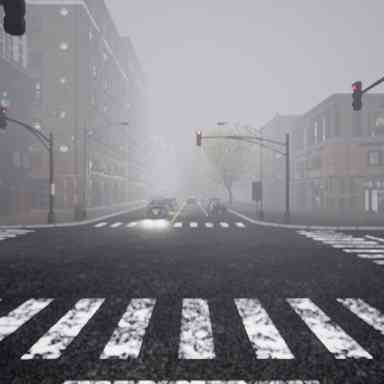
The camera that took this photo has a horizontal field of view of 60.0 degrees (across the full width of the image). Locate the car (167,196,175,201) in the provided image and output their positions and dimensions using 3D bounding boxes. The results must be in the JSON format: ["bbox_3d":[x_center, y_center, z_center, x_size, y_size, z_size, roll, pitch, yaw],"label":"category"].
[{"bbox_3d":[-5.753,1.690,90.573,1.752,1.417,4.829,0,0,0],"label":"car"}]

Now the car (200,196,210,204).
[{"bbox_3d":[2.643,1.539,67.960,1.967,1.590,4.097,0,0,0],"label":"car"}]

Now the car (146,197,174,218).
[{"bbox_3d":[-3.122,1.517,30.985,2.128,1.511,4.902,0,0,0],"label":"car"}]

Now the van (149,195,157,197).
[{"bbox_3d":[-5.726,1.401,50.865,1.690,1.788,3.998,0,0,0],"label":"van"}]

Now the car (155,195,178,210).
[{"bbox_3d":[-3.121,1.521,41.357,1.882,1.535,5.008,0,0,0],"label":"car"}]

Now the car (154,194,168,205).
[{"bbox_3d":[-5.734,1.400,62.259,2.192,1.841,5.009,0,0,0],"label":"car"}]

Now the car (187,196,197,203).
[{"bbox_3d":[-0.047,1.559,70.966,2.033,1.411,5.357,0,0,0],"label":"car"}]

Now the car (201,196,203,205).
[{"bbox_3d":[2.659,1.489,45.172,1.967,1.590,4.097,0,0,0],"label":"car"}]

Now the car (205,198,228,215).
[{"bbox_3d":[2.667,1.581,33.779,2.008,1.369,4.403,0,0,0],"label":"car"}]

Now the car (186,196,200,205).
[{"bbox_3d":[-0.040,1.645,60.959,1.994,1.385,4.181,0,0,0],"label":"car"}]

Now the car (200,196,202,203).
[{"bbox_3d":[2.655,1.642,50.870,1.802,1.307,4.206,0,0,0],"label":"car"}]

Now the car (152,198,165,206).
[{"bbox_3d":[-5.730,1.653,56.562,1.802,1.307,4.206,0,0,0],"label":"car"}]

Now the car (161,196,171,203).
[{"bbox_3d":[-5.741,1.666,73.652,2.008,1.369,4.403,0,0,0],"label":"car"}]

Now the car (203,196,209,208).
[{"bbox_3d":[2.663,1.480,39.476,1.967,1.590,4.097,0,0,0],"label":"car"}]
